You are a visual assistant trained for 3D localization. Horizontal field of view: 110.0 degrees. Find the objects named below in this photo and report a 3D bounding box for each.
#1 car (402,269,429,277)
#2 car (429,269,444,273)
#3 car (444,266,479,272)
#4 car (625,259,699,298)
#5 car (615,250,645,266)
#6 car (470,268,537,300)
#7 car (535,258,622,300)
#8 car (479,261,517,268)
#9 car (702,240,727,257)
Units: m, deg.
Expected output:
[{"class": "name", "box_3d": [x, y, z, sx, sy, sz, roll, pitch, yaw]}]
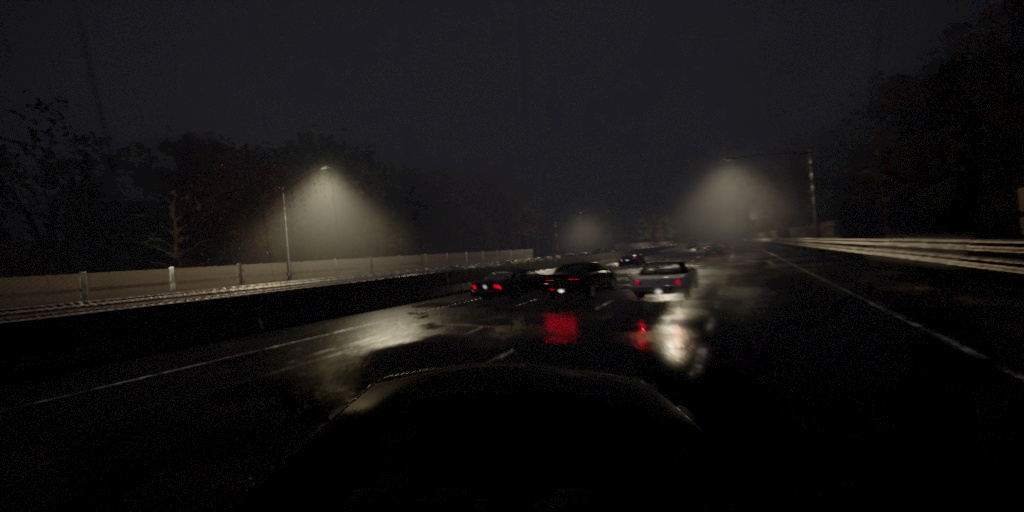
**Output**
[{"class": "car", "box_3d": [-10.191, 2.213, 40.768, 1.895, 1.301, 4.718, -5, 0, 33]}, {"class": "car", "box_3d": [-6.662, 1.886, 39.819, 1.994, 1.385, 4.181, -5, 0, 33]}, {"class": "car", "box_3d": [-4.377, 1.733, 36.907, 1.895, 1.301, 4.718, -5, 0, 33]}, {"class": "car", "box_3d": [6.213, 0.848, 14.264, 1.895, 1.301, 4.718, -5, 0, 32]}, {"class": "car", "box_3d": [12.528, 0.311, 37.418, 1.994, 1.385, 4.181, -5, 0, 32]}, {"class": "car", "box_3d": [0.160, 1.293, 17.761, 2.033, 1.411, 5.357, -5, 0, 32]}, {"class": "car", "box_3d": [3.177, 1.004, 16.006, 1.837, 1.490, 4.892, -5, 0, 32]}, {"class": "car", "box_3d": [-0.686, 1.322, 36.227, 2.128, 1.511, 4.902, -5, 0, 33]}, {"class": "car", "box_3d": [24.894, -0.755, 43.973, 1.837, 1.490, 4.892, -5, 0, 32]}]
